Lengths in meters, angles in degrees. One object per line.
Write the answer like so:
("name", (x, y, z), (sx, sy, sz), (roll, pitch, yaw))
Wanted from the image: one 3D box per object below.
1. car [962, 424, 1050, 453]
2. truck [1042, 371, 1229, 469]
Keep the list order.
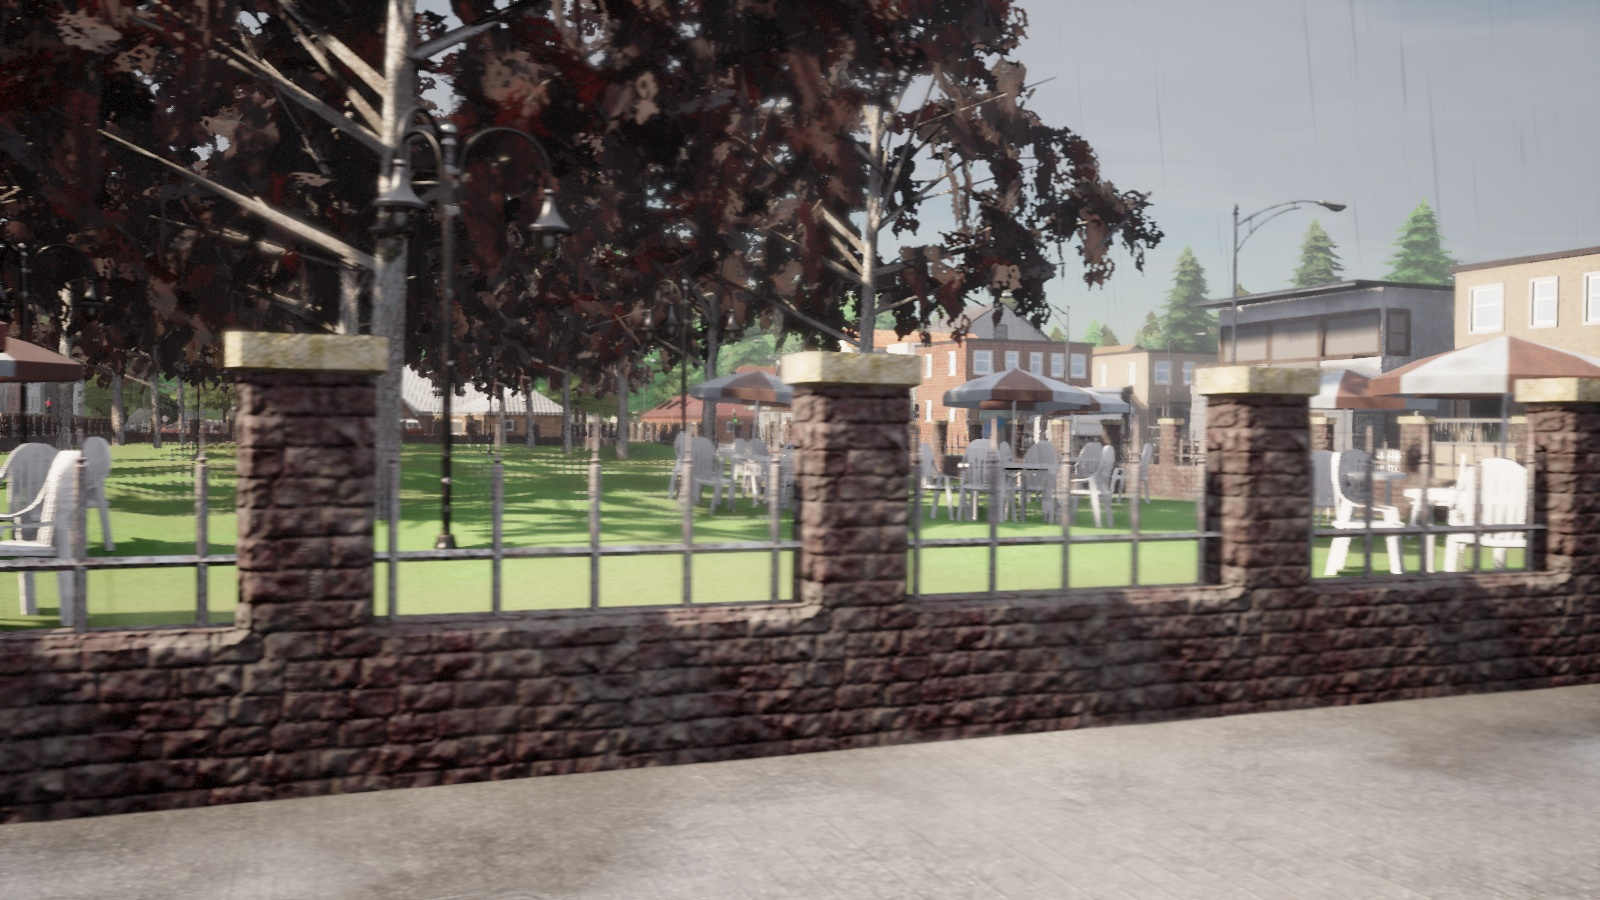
("car", (12.187, -0.699, 74.333), (4.611, 1.667, 2.242), (-1, 1, -21))
("truck", (12.735, -1.112, 48.554), (2.891, 3.462, 7.936), (-1, 1, -20))
